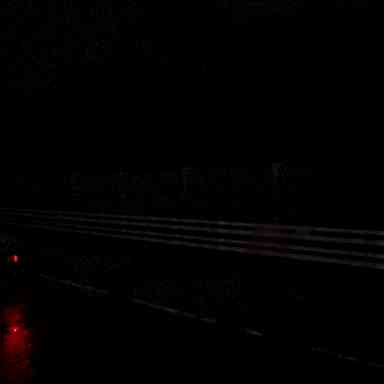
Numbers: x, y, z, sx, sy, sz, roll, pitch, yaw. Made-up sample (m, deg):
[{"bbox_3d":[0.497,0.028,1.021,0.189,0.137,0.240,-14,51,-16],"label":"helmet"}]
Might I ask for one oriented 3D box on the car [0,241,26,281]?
[{"bbox_3d":[-6.367,1.594,8.604,4.718,1.301,1.895,0,0,36],"label":"car"}]
